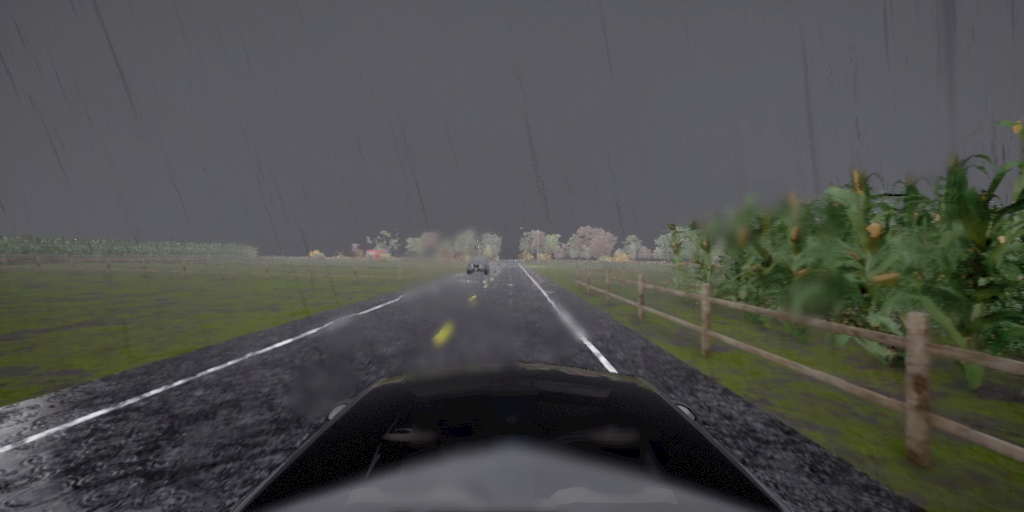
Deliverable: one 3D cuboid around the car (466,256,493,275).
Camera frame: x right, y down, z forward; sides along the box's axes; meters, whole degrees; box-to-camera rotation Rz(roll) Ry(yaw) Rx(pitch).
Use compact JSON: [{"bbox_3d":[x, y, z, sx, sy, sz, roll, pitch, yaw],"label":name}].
[{"bbox_3d":[-3.599,0.986,38.817,2.150,2.045,5.566,0,0,0],"label":"car"}]
